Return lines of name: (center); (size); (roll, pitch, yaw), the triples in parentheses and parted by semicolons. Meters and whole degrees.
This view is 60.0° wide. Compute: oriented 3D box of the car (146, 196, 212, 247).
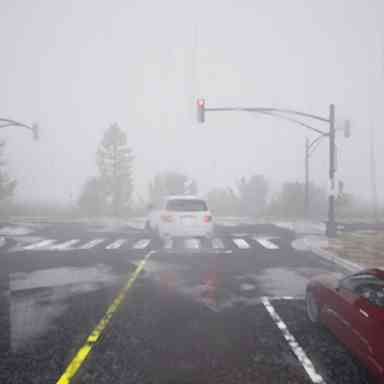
car: (-0.698, 1.179, 14.945); (2.150, 2.045, 5.566); (0, 0, -12)

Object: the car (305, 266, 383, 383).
car: (2.804, 1.564, 4.157); (1.802, 1.307, 4.206); (-1, 0, 0)
